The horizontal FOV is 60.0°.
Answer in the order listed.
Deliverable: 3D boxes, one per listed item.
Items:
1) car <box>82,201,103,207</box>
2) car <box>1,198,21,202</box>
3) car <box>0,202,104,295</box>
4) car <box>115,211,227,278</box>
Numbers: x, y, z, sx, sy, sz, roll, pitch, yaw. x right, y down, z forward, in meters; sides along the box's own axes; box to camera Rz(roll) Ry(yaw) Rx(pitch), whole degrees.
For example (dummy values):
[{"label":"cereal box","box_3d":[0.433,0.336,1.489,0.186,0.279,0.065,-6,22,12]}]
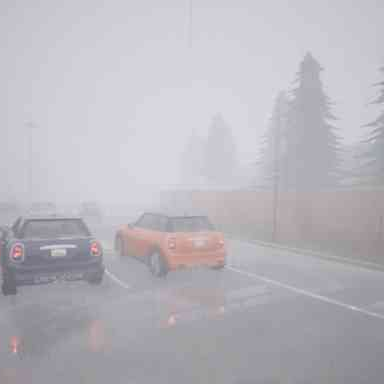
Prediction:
[{"label":"car","box_3d":[-8.628,1.489,28.291,2.033,1.411,5.357,1,0,-17]},{"label":"car","box_3d":[-16.416,1.305,30.303,1.812,1.442,4.674,1,0,-15]},{"label":"car","box_3d":[-3.928,1.307,8.973,2.097,1.767,4.553,1,0,-30]},{"label":"car","box_3d":[-0.876,1.382,10.667,2.097,1.767,4.553,1,0,-30]}]
